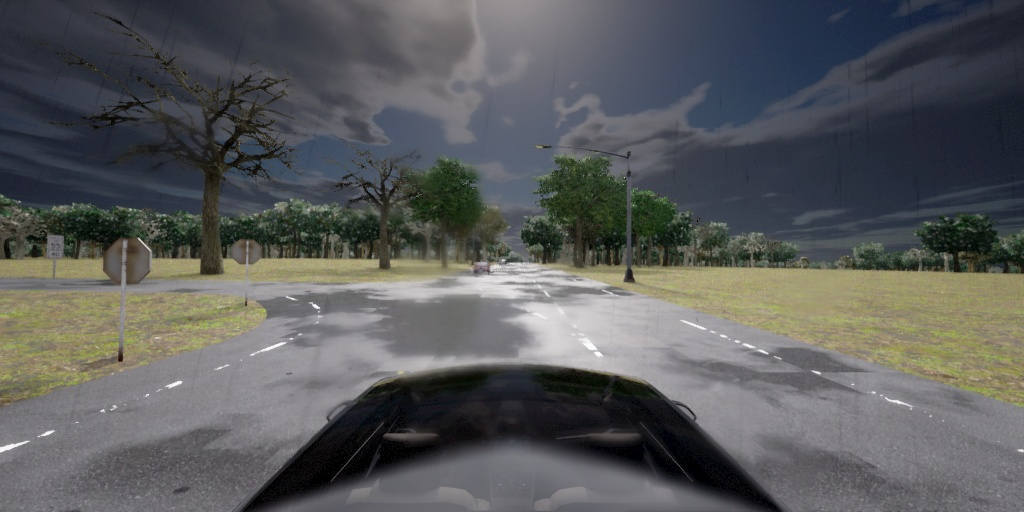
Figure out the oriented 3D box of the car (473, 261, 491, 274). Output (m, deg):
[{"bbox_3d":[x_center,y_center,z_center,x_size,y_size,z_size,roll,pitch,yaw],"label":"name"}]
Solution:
[{"bbox_3d":[-3.440,1.363,41.926,1.812,1.442,4.674,0,0,0],"label":"car"}]
